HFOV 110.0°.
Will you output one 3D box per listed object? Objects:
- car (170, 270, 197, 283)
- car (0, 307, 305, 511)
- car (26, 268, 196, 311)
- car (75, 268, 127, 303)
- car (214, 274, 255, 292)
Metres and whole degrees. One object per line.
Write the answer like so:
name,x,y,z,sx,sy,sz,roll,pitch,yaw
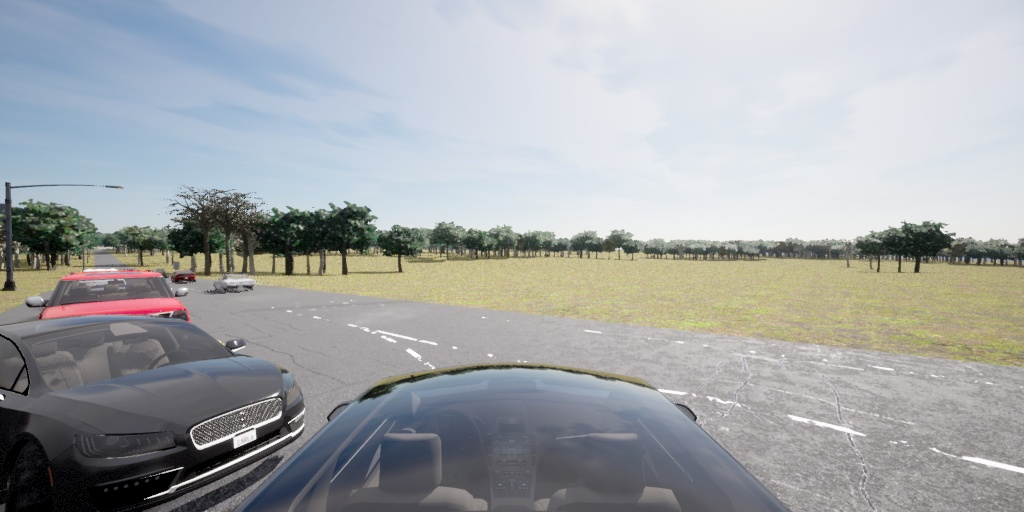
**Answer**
car,-41.445,2.543,45.166,5.008,1.535,1.882,-2,0,41
car,-4.578,1.445,3.972,4.892,1.490,1.837,-3,-3,21
car,-9.510,1.385,8.595,5.566,2.045,2.150,-2,0,41
car,-28.171,1.889,24.593,5.566,2.045,2.150,-2,0,41
car,-22.513,2.137,28.955,4.718,1.301,1.895,-2,0,41
